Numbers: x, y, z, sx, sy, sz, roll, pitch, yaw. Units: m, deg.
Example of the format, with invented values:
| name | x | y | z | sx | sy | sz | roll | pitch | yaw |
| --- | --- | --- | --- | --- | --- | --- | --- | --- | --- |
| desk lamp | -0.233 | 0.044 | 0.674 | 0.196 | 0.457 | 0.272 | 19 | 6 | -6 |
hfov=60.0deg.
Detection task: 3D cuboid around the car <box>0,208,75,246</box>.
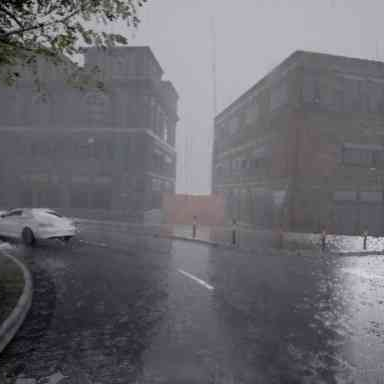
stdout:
| name | x | y | z | sx | sy | sz | roll | pitch | yaw |
| --- | --- | --- | --- | --- | --- | --- | --- | --- | --- |
| car | -7.120 | 1.405 | 14.611 | 4.674 | 1.442 | 1.812 | 2 | -1 | 32 |
